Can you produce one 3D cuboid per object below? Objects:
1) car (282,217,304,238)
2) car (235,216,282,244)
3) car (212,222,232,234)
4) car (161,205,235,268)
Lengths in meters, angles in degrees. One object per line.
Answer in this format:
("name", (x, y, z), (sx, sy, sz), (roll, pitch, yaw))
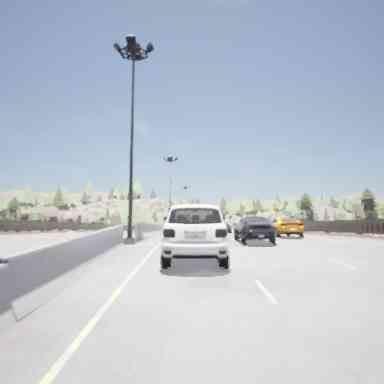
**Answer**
("car", (7.083, 2.708, 25.751), (1.882, 1.535, 5.008), (0, -6, 0))
("car", (3.587, 2.212, 19.607), (1.837, 1.490, 4.892), (0, -4, 0))
("car", (3.574, 4.279, 39.862), (1.994, 1.385, 4.181), (0, -6, 0))
("car", (0.092, 1.501, 12.377), (2.150, 2.045, 5.566), (0, -3, 0))
